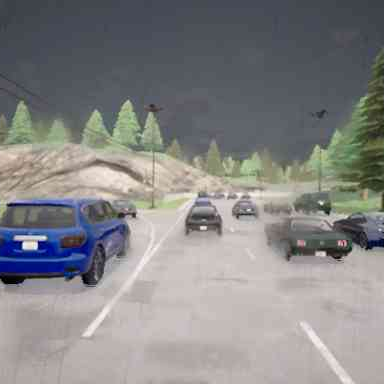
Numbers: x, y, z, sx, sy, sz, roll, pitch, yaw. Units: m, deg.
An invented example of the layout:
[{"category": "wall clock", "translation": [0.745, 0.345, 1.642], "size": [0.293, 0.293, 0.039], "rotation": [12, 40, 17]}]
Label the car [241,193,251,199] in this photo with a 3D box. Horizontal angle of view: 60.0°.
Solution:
[{"category": "car", "translation": [14.702, 1.055, 90.267], "size": [1.837, 1.490, 4.892], "rotation": [0, 0, 18]}]

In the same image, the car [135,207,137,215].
[{"category": "car", "translation": [-5.946, 1.370, 27.817], "size": [2.033, 1.411, 5.357], "rotation": [0, 0, -21]}]

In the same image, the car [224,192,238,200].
[{"category": "car", "translation": [9.438, 1.148, 80.534], "size": [1.812, 1.442, 4.674], "rotation": [0, 0, 4]}]

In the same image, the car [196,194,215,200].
[{"category": "car", "translation": [1.133, 1.299, 35.006], "size": [1.882, 1.535, 5.008], "rotation": [0, 0, 2]}]

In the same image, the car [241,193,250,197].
[{"category": "car", "translation": [12.937, 1.167, 80.455], "size": [1.812, 1.442, 4.674], "rotation": [0, 0, 4]}]

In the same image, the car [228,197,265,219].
[{"category": "car", "translation": [4.417, 1.423, 27.883], "size": [2.033, 1.411, 5.357], "rotation": [0, 0, 2]}]

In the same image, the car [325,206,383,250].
[{"category": "car", "translation": [7.496, 1.528, 14.028], "size": [1.994, 1.385, 4.181], "rotation": [0, 0, 2]}]

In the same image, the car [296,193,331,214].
[{"category": "car", "translation": [11.552, 1.112, 32.130], "size": [2.150, 2.045, 5.566], "rotation": [0, 0, 2]}]

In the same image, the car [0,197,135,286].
[{"category": "car", "translation": [-3.246, 1.155, 9.367], "size": [2.150, 2.045, 5.566], "rotation": [0, 0, 0]}]

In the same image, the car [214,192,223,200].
[{"category": "car", "translation": [5.954, 1.142, 80.930], "size": [2.033, 1.411, 5.357], "rotation": [0, 0, 4]}]

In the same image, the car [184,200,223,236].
[{"category": "car", "translation": [0.613, 1.414, 17.909], "size": [1.837, 1.490, 4.892], "rotation": [0, 0, 2]}]

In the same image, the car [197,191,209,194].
[{"category": "car", "translation": [2.462, 0.809, 81.125], "size": [2.150, 2.045, 5.566], "rotation": [0, 0, 4]}]

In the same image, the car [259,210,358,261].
[{"category": "car", "translation": [3.937, 1.556, 12.192], "size": [1.895, 1.301, 4.718], "rotation": [0, 0, 2]}]

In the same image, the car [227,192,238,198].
[{"category": "car", "translation": [11.070, 0.794, 90.368], "size": [2.097, 1.767, 4.553], "rotation": [0, 0, 18]}]

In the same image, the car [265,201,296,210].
[{"category": "car", "translation": [8.032, 1.476, 31.624], "size": [1.895, 1.301, 4.718], "rotation": [0, 0, 2]}]
